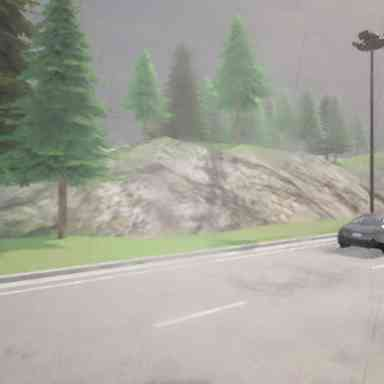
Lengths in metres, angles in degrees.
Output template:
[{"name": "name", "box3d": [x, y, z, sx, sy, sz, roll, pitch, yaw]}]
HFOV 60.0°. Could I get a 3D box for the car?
[{"name": "car", "box3d": [7.836, 1.580, 13.657, 4.181, 1.385, 1.994, 0, 0, -35]}]
